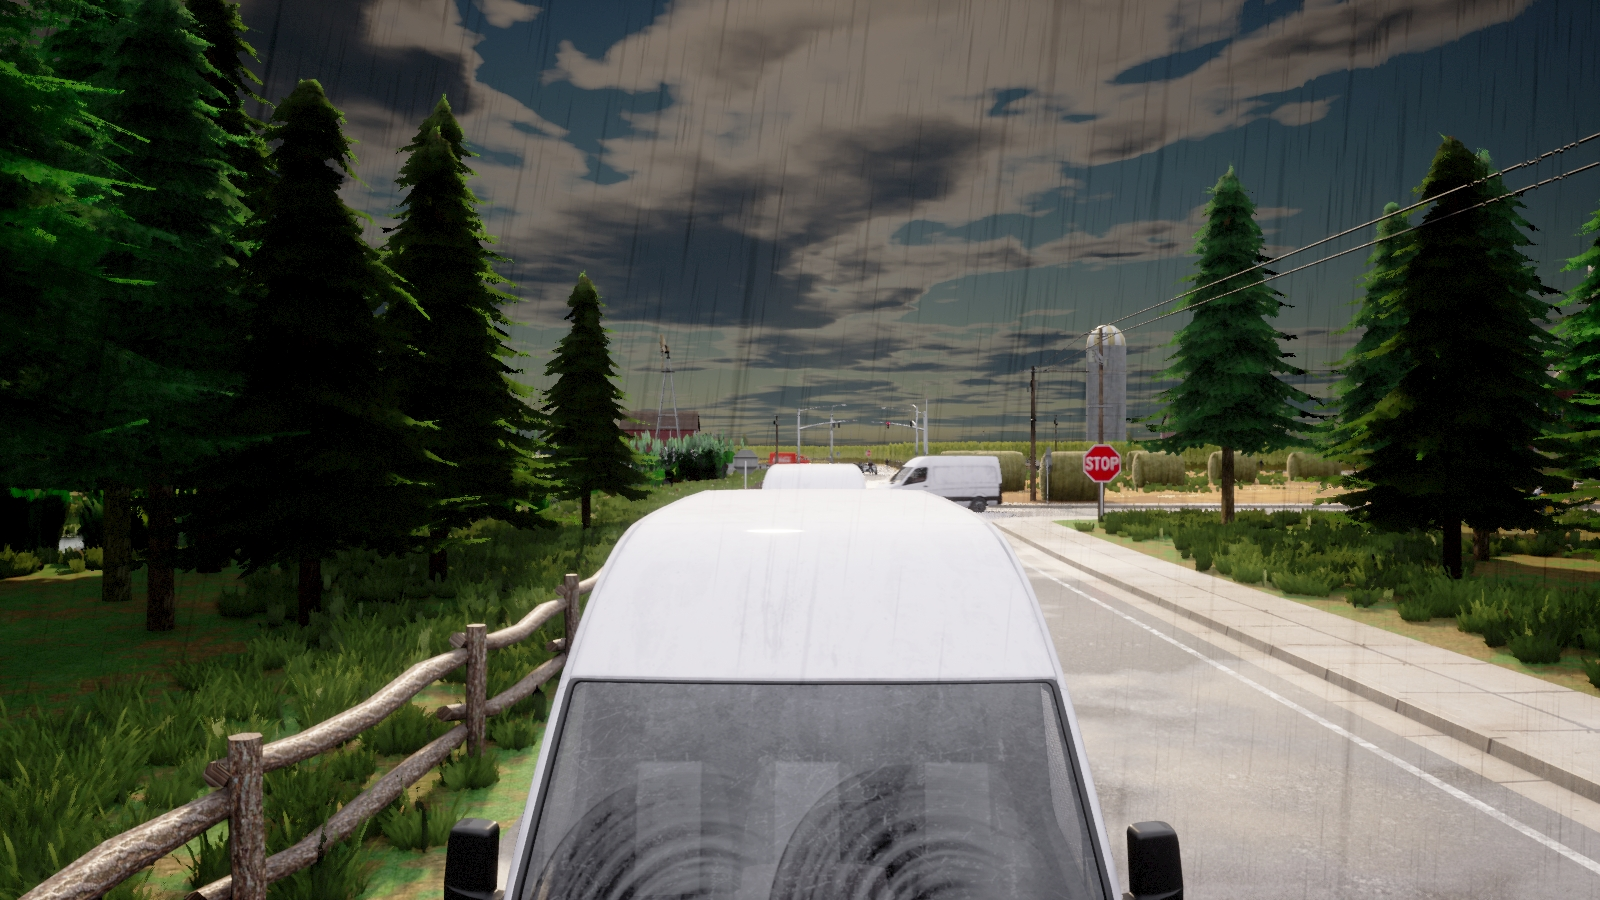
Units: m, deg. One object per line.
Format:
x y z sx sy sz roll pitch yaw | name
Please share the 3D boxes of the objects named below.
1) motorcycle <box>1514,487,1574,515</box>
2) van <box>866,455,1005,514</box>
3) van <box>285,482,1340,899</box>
32.009 2.186 49.178 2.033 1.199 0.803 0 0 -1 | motorcycle
6.089 1.520 51.593 5.915 2.561 1.988 0 -1 -14 | van
0.056 1.508 5.110 1.988 2.561 5.915 0 0 1 | van
